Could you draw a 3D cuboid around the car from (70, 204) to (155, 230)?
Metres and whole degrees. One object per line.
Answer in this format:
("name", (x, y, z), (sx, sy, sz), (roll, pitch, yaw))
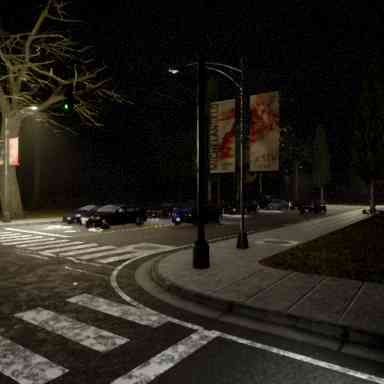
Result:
("car", (-5.036, 1.566, 21.821), (2.128, 1.511, 4.902), (0, 0, 35))

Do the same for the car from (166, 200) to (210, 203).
("car", (0.215, 1.473, 29.277), (2.097, 1.767, 4.553), (0, 0, 35))

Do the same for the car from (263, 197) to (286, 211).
("car", (11.821, 1.772, 45.694), (1.812, 1.442, 4.674), (0, 0, 36))

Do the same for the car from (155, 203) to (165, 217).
("car", (-1.915, 1.667, 31.887), (2.033, 1.411, 5.357), (0, 0, 35))

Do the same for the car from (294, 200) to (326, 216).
("car", (13.144, 1.698, 36.006), (2.128, 1.511, 4.902), (0, 0, 35))

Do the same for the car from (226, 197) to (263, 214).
("car", (5.870, 1.680, 37.303), (1.837, 1.490, 4.892), (0, 0, 35))

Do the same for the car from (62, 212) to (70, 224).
("car", (-7.246, 1.637, 24.341), (1.994, 1.385, 4.181), (0, 0, 36))

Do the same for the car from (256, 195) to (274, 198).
("car", (10.474, 1.477, 49.378), (2.150, 2.045, 5.566), (0, 0, 39))

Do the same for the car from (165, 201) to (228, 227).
("car", (0.423, 1.630, 23.581), (1.812, 1.442, 4.674), (0, 0, 35))

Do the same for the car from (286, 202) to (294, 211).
("car", (14.316, 1.774, 43.341), (1.812, 1.442, 4.674), (0, 0, 35))

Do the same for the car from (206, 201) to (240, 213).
("car", (3.814, 1.776, 40.035), (1.895, 1.301, 4.718), (0, 0, 35))
